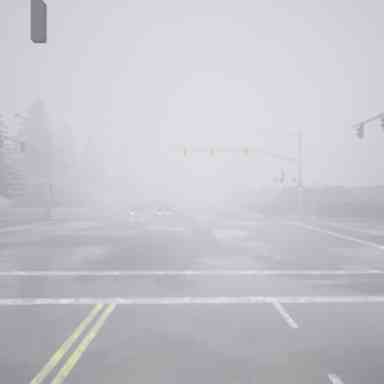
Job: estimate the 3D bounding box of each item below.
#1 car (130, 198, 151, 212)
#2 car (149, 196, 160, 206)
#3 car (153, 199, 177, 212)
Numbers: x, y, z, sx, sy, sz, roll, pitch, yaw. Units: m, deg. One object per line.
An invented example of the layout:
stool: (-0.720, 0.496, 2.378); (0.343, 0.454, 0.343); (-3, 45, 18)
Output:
car: (-7.079, 1.966, 45.222); (1.812, 1.442, 4.674); (0, 0, 0)
car: (-7.028, 1.818, 61.448); (2.150, 2.045, 5.566); (0, -1, 1)
car: (-3.583, 1.985, 45.065); (2.033, 1.411, 5.357); (0, -1, 0)
